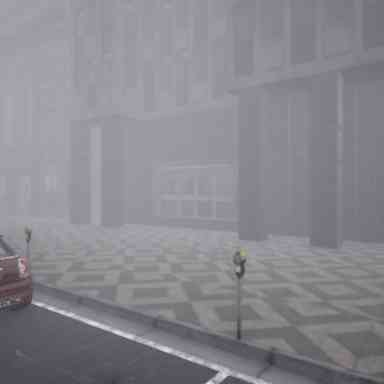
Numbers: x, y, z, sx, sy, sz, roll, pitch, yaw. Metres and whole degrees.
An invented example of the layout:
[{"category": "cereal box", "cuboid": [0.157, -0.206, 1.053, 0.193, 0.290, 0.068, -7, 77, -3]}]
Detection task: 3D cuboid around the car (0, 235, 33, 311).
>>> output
[{"category": "car", "cuboid": [-4.975, 1.437, 6.513, 4.097, 1.590, 1.967, 0, 0, 36]}]
